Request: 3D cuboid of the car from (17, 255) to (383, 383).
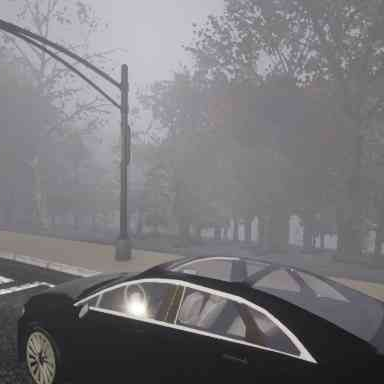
[{"bbox_3d":[0.017,1.491,3.688,4.902,1.511,2.128,0,0,34],"label":"car"}]
